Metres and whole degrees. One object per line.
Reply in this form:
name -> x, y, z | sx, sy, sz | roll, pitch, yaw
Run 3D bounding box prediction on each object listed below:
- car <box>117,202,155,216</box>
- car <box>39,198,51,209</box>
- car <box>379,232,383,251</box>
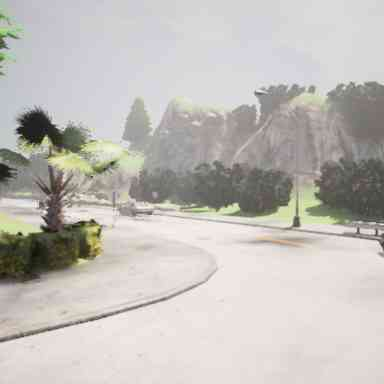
car -> -5.550, 1.619, 32.330 | 1.895, 1.301, 4.718 | 0, 0, -36
car -> -18.603, 1.519, 43.406 | 1.837, 1.490, 4.892 | 0, 0, -35
car -> 7.577, 1.564, 9.907 | 2.033, 1.411, 5.357 | 0, 0, 8
